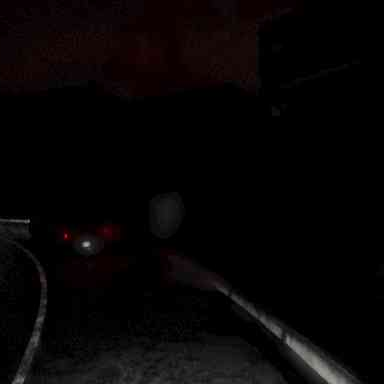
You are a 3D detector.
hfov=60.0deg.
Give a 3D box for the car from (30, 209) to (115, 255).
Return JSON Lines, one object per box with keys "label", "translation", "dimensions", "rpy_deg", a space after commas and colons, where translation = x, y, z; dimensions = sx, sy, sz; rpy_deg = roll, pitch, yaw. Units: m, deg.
{"label": "car", "translation": [-4.609, 1.296, 12.245], "dimensions": [1.895, 1.301, 4.718], "rpy_deg": [-2, 2, -36]}
